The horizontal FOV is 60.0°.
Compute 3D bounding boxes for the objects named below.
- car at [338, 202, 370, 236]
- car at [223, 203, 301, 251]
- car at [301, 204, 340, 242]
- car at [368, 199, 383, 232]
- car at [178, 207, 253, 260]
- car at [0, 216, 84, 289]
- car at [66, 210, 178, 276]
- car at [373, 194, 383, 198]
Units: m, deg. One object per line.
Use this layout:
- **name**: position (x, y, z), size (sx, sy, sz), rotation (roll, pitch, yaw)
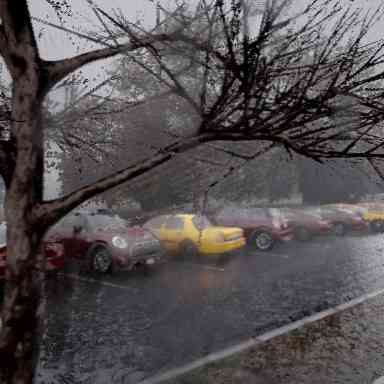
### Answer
- **car**: position (6.505, 1.427, 17.482), size (4.674, 1.452, 2.002), rotation (-1, 0, 33)
- **car**: position (1.811, 1.306, 13.883), size (4.553, 1.767, 2.185), rotation (-1, 0, 33)
- **car**: position (4.154, 1.449, 15.682), size (4.674, 1.452, 2.002), rotation (-1, 0, 33)
- **car**: position (9.004, 1.358, 19.204), size (5.366, 1.575, 1.946), rotation (-1, -1, 32)
- **car**: position (-0.742, 1.454, 12.231), size (5.366, 1.575, 1.946), rotation (-1, 0, 34)
- **car**: position (-5.361, 1.499, 8.627), size (5.008, 1.535, 2.097), rotation (-1, 0, 34)
- **car**: position (-2.995, 1.352, 10.397), size (4.553, 1.767, 2.185), rotation (-1, -1, 34)
- **car**: position (13.523, 1.192, 22.944), size (4.553, 1.767, 2.185), rotation (-1, 0, 32)
